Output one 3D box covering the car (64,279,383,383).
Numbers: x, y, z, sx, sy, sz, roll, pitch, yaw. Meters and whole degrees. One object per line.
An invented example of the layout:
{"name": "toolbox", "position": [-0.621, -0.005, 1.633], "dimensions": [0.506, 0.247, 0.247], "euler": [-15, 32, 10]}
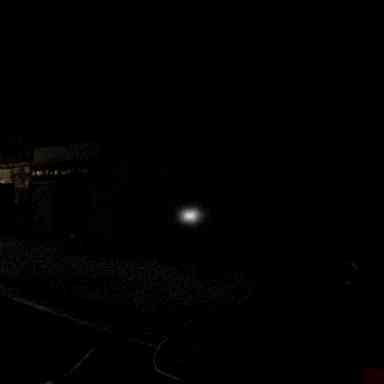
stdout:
{"name": "car", "position": [0.806, 1.447, 2.495], "dimensions": [4.097, 1.590, 1.967], "euler": [-1, 0, 36]}
